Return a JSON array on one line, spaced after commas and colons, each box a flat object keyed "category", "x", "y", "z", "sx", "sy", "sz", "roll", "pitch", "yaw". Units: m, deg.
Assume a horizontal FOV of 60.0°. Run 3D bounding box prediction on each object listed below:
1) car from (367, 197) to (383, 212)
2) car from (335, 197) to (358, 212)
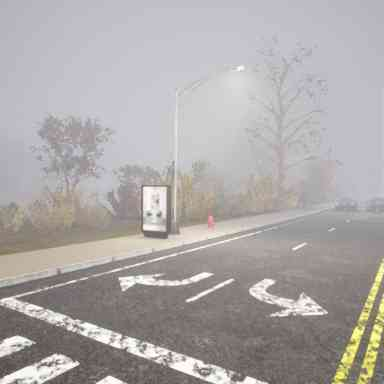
[{"category": "car", "x": 21.360, "y": 1.390, "z": 38.233, "sx": 2.097, "sy": 1.767, "sz": 4.553, "roll": 0, "pitch": 0, "yaw": 30}, {"category": "car", "x": 18.550, "y": 1.387, "z": 39.865, "sx": 2.097, "sy": 1.767, "sz": 4.553, "roll": 0, "pitch": 0, "yaw": 30}]
